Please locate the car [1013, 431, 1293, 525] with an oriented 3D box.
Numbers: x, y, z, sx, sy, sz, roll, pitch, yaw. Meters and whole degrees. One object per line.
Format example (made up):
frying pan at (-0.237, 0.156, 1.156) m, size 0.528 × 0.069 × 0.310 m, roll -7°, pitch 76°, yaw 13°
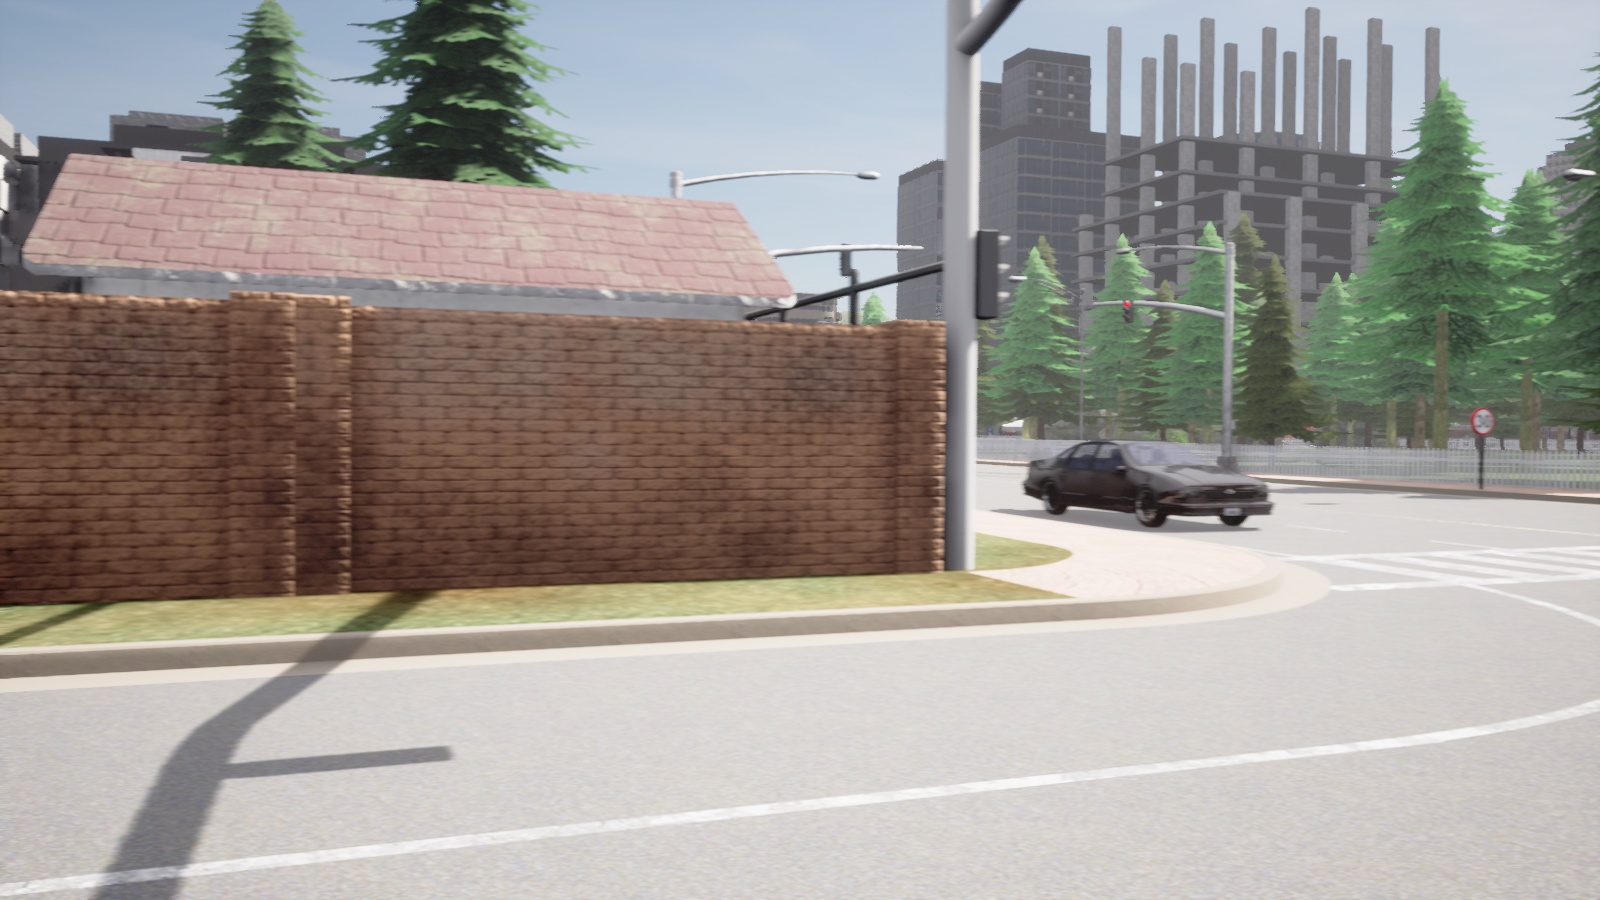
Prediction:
car at (5.961, 0.386, 22.056) m, size 2.033 × 1.411 × 5.357 m, roll -1°, pitch 1°, yaw -19°
